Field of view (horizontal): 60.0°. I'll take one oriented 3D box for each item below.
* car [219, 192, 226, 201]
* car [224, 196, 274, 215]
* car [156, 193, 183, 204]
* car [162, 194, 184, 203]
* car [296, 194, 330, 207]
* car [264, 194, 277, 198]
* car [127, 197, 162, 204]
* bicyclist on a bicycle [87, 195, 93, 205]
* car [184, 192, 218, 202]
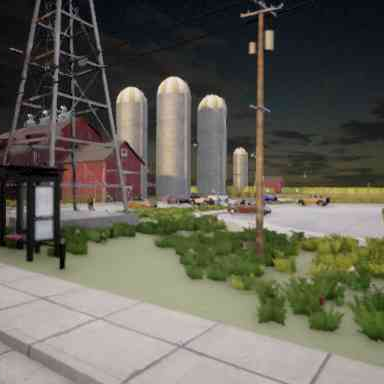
[{"bbox_3d":[4.676,0.972,60.921,2.150,2.045,5.566,1,0,34],"label":"car"},{"bbox_3d":[5.358,1.413,31.120,3.905,1.438,1.784,1,0,35],"label":"car"},{"bbox_3d":[-3.651,1.076,55.063,2.097,1.767,4.553,1,0,35],"label":"car"},{"bbox_3d":[-1.855,1.242,51.353,2.128,1.511,4.902,1,0,35],"label":"car"},{"bbox_3d":[18.047,1.199,49.677,4.605,1.855,1.932,1,0,35],"label":"car"},{"bbox_3d":[15.168,1.263,68.752,4.611,1.667,2.242,1,0,35],"label":"car"},{"bbox_3d":[-5.885,1.296,37.486,4.193,1.474,1.816,1,0,35],"label":"car"},{"bbox_3d":[-8.764,1.113,28.626,0.582,1.620,1.656,0,0,-21],"label":"bicyclist on a bicycle"},{"bbox_3d":[1.348,1.098,48.878,3.866,1.878,1.905,1,0,35],"label":"car"}]
